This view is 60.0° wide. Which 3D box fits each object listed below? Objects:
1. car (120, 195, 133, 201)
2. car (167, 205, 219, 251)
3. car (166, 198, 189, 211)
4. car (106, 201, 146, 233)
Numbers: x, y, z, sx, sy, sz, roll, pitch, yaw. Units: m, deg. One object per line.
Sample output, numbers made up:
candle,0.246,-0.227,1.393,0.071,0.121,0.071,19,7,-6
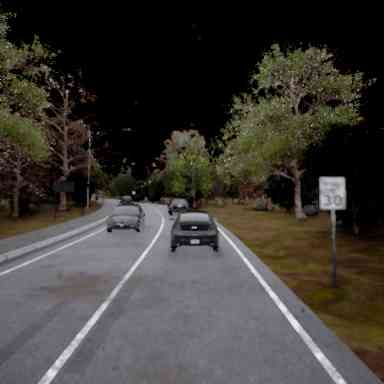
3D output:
car,-12.088,1.423,61.548,1.837,1.490,4.892,2,-1,-20
car,0.069,1.519,14.243,1.837,1.490,4.892,0,0,-1
car,-1.501,1.396,34.673,2.097,1.767,4.553,1,0,-8
car,-3.813,1.512,19.892,1.837,1.490,4.892,0,0,-3
